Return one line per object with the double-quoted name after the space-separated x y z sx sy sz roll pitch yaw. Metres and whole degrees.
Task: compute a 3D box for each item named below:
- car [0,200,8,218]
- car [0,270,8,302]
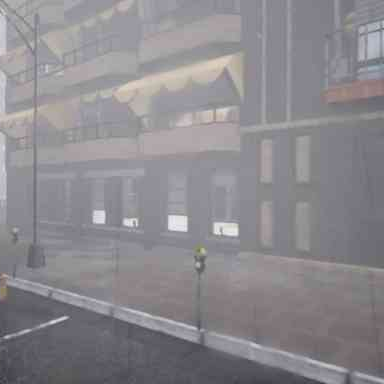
-18.536 1.656 31.516 2.192 1.841 5.009 0 0 36 "car"
-5.673 1.605 6.910 4.829 1.417 1.752 -1 0 36 "car"
